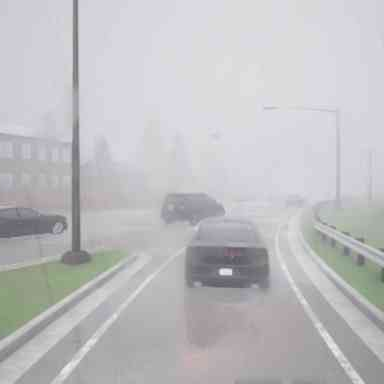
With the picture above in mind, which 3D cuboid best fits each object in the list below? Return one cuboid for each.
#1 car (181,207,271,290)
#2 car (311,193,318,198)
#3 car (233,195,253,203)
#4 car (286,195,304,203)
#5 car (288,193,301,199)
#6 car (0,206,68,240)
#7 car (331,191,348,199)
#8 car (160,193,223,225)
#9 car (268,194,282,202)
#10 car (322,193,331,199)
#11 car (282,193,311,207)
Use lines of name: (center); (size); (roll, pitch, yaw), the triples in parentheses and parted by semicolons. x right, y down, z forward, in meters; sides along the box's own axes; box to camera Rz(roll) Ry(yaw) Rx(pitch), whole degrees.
car: (1.002, 1.414, 9.054); (1.882, 1.535, 5.008); (0, 1, 8)
car: (31.392, 0.877, 86.613); (1.882, 1.535, 5.008); (0, 0, 32)
car: (8.766, 1.212, 56.235); (1.895, 1.301, 4.718); (0, 0, 32)
car: (17.864, 1.164, 57.680); (1.994, 1.385, 4.181); (0, 0, 32)
car: (26.230, 0.936, 84.892); (2.128, 1.511, 4.902); (0, 0, 32)
car: (-8.142, 1.373, 15.299); (1.882, 1.535, 5.008); (0, 1, 32)
car: (35.162, 0.999, 79.374); (1.994, 1.385, 4.181); (0, 0, 32)
car: (0.150, 1.071, 22.108); (2.150, 2.045, 5.566); (0, 1, 32)
car: (15.267, 1.086, 60.138); (1.837, 1.490, 4.892); (0, 0, 32)
car: (34.375, 0.937, 84.784); (2.128, 1.511, 4.902); (0, 0, 32)
car: (14.017, 1.044, 44.376); (2.097, 1.767, 4.553); (0, 0, 29)
